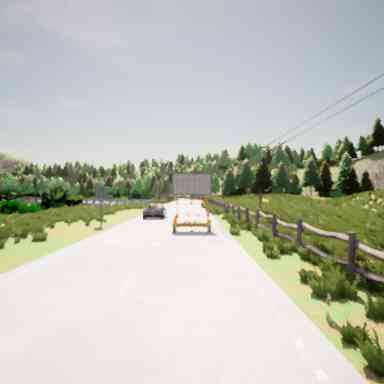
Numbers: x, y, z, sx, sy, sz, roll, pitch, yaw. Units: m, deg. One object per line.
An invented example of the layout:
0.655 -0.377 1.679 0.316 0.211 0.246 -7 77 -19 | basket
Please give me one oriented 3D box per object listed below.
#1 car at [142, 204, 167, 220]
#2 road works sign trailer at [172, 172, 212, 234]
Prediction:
-3.308 1.780 30.145 1.895 1.301 4.718 0 0 0 | car
-0.006 0.583 19.975 2.380 3.560 2.880 0 0 0 | road works sign trailer
